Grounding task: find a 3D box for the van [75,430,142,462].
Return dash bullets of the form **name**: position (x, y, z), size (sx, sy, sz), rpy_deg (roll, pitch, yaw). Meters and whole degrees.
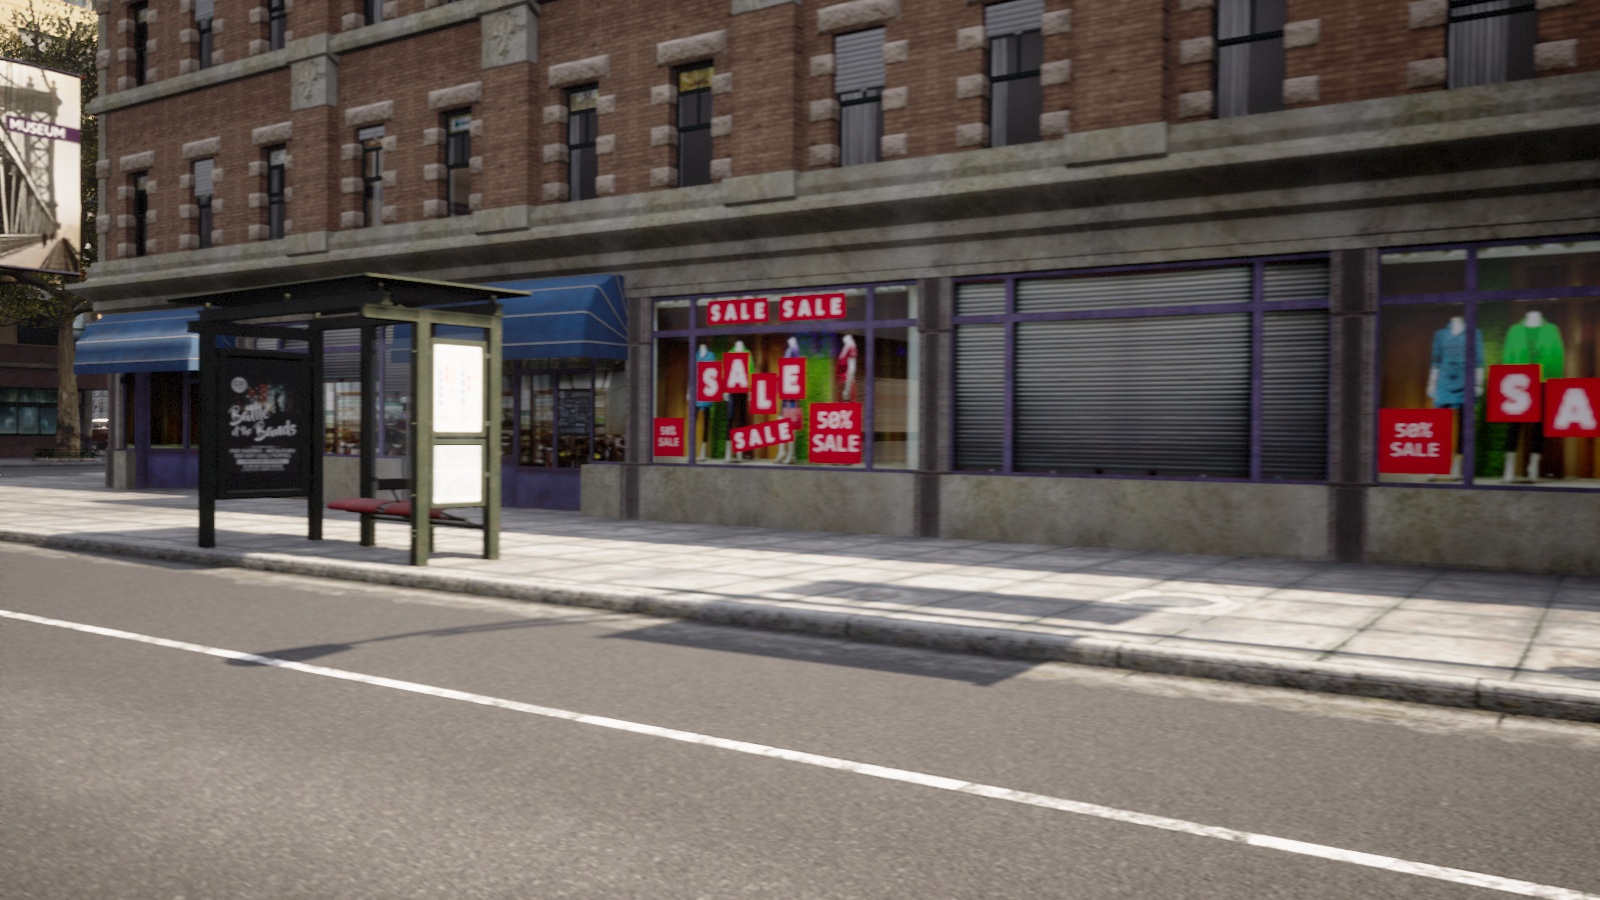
- **van**: position (-46.383, -0.274, 84.182), size (4.480, 2.038, 2.069), rpy_deg (0, 1, 34)
